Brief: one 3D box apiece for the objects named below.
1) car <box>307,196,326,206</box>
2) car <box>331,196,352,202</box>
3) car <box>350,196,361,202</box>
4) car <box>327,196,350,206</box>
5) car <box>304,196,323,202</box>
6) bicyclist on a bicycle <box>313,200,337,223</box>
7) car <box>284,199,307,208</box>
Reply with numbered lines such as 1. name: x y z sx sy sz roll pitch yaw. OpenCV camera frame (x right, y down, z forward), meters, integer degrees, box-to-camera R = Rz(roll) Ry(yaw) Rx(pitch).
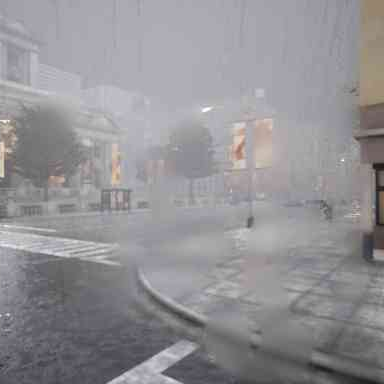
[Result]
1. car: 21.626 1.629 58.839 1.882 1.535 5.008 -1 0 37
2. car: 36.862 1.686 81.904 4.902 1.511 2.128 0 0 -27
3. car: 37.967 1.675 78.520 5.357 1.411 2.033 0 0 -30
4. car: 25.723 1.683 58.449 1.994 1.385 4.181 -1 0 37
5. car: 29.689 1.731 81.223 4.674 1.452 2.002 0 0 -35
6. bicyclist on a bicycle: 9.248 1.355 23.219 1.656 1.620 0.582 -1 -1 36
7. car: 15.384 1.716 50.216 1.994 1.385 4.181 -1 0 36
